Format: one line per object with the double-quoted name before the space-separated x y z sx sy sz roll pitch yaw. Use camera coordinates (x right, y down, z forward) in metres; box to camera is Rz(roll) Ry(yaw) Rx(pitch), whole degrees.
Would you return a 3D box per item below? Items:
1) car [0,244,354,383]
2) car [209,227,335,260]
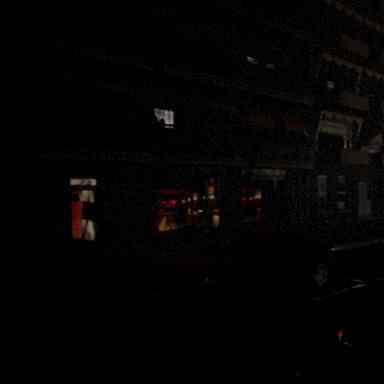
"car" -0.789 1.548 2.811 5.357 1.411 2.033 0 0 -35
"car" 1.447 1.544 7.606 4.507 1.381 1.887 0 -1 -35
